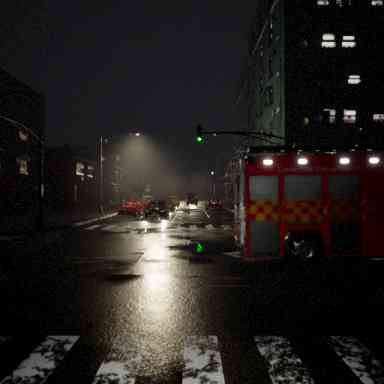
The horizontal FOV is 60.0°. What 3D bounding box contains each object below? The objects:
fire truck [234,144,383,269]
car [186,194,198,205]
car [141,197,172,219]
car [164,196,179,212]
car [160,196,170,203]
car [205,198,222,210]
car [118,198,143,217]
[{"bbox_3d":[5.676,0.332,11.014,8.468,3.827,2.891,-1,0,1],"label":"fire truck"},{"bbox_3d":[0.010,1.562,58.813,2.033,1.411,5.357,0,0,0],"label":"car"},{"bbox_3d":[-3.089,1.512,29.752,1.837,1.490,4.892,0,0,0],"label":"car"},{"bbox_3d":[-3.081,1.557,40.147,2.033,1.411,5.357,0,0,0],"label":"car"},{"bbox_3d":[-5.665,1.601,70.947,1.802,1.307,4.206,1,0,0],"label":"car"},{"bbox_3d":[2.713,1.450,42.573,1.967,1.590,4.097,1,0,0],"label":"car"},{"bbox_3d":[-5.748,1.552,31.144,1.887,1.381,4.507,1,0,0],"label":"car"}]
